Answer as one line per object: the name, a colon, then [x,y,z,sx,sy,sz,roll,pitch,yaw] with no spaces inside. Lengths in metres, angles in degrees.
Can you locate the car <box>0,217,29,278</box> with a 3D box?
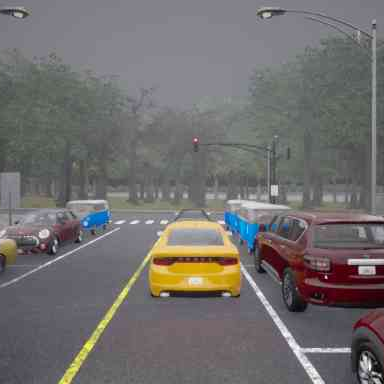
car: [-5.772,1.526,7.444,1.752,1.417,4.829,0,0,0]

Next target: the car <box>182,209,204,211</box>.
car: [0.039,1.566,17.500,1.994,1.385,4.181,0,0,0]

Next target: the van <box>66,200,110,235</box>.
van: [-5.786,1.343,18.489,1.690,1.788,3.998,0,0,0]

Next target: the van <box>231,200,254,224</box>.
van: [2.746,1.342,13.061,1.690,1.788,3.998,0,0,0]

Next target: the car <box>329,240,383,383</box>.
car: [2.759,1.440,2.186,1.967,1.590,4.097,0,0,0]

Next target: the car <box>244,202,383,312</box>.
car: [2.753,1.315,7.624,2.192,1.841,5.009,0,0,0]

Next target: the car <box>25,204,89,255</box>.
car: [-5.779,1.441,13.051,1.967,1.590,4.097,0,0,0]

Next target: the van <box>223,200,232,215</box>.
van: [2.739,1.343,18.499,1.690,1.788,3.998,0,0,0]

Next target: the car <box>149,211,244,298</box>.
car: [0.076,1.478,8.578,1.882,1.535,5.008,0,0,0]
